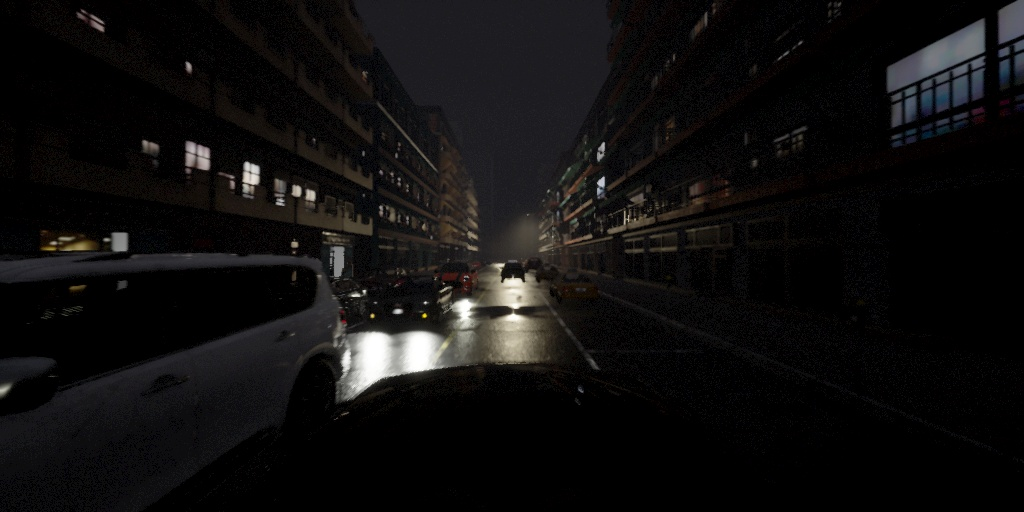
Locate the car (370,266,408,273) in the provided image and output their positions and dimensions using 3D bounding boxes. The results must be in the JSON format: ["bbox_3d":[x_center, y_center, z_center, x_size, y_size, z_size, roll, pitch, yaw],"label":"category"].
[{"bbox_3d":[-5.694,1.193,16.137,1.967,1.591,4.097,0,0,0],"label":"car"}]

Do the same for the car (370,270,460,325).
[{"bbox_3d":[-3.093,1.316,11.733,1.994,1.385,4.181,0,0,0],"label":"car"}]

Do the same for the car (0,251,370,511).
[{"bbox_3d":[-3.099,0.974,2.241,2.150,2.045,5.566,0,0,0],"label":"car"}]

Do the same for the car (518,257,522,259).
[{"bbox_3d":[0.082,1.251,49.555,2.128,1.511,4.902,0,0,0],"label":"car"}]

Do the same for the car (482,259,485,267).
[{"bbox_3d":[-5.713,1.345,55.914,1.802,1.307,4.207,0,0,0],"label":"car"}]

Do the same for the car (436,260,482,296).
[{"bbox_3d":[-3.006,1.105,19.355,2.097,1.767,4.553,0,0,0],"label":"car"}]

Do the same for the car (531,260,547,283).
[{"bbox_3d":[2.680,1.277,27.678,1.751,1.417,4.829,0,0,0],"label":"car"}]

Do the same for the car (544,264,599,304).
[{"bbox_3d":[2.685,1.276,16.313,1.751,1.417,4.829,0,0,0],"label":"car"}]

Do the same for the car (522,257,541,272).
[{"bbox_3d":[2.673,1.071,44.556,2.192,1.841,5.009,0,0,0],"label":"car"}]

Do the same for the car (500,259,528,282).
[{"bbox_3d":[0.088,1.260,28.935,1.837,1.490,4.892,0,1,0],"label":"car"}]

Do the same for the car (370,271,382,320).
[{"bbox_3d":[-5.692,1.303,10.454,2.007,1.370,4.403,0,0,0],"label":"car"}]
